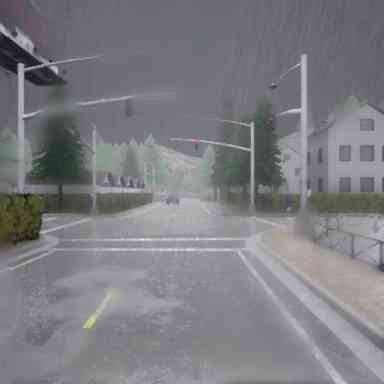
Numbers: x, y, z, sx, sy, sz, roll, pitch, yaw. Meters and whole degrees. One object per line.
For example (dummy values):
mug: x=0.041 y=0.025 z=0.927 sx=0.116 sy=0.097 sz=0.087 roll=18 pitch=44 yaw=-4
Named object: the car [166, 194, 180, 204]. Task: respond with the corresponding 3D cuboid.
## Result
car: x=-3.500 y=1.325 z=62.130 sx=2.150 sy=2.045 sz=5.566 roll=0 pitch=0 yaw=0
